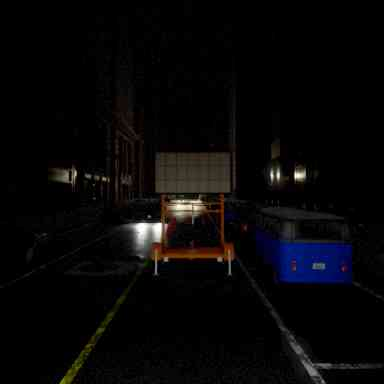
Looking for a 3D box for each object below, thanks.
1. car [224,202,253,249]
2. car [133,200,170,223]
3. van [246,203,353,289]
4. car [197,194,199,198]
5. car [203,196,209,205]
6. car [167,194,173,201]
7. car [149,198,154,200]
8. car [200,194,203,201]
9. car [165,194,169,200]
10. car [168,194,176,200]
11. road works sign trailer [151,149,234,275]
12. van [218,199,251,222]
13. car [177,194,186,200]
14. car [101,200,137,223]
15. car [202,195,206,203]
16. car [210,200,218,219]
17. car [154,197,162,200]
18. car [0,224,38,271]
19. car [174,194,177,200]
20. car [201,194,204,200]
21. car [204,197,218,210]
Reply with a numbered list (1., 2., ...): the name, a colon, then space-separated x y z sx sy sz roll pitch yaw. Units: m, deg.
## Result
1. car: 2.716 1.440 14.537 1.967 1.590 4.097 1 0 0
2. car: -3.032 1.560 25.661 1.994 1.385 4.181 0 0 0
3. van: 2.702 1.342 8.912 1.690 1.788 3.998 1 0 0
4. car: 2.893 1.473 82.034 1.887 1.381 4.507 1 0 0
5. car: 2.789 1.529 42.661 1.887 1.381 4.507 1 0 0
6. car: -5.661 1.388 70.800 1.967 1.590 4.097 1 0 0
7. car: -5.751 1.540 37.053 2.008 1.369 4.403 1 0 0
8. car: 2.834 1.510 59.535 1.887 1.381 4.507 1 0 0
9. car: -5.692 1.547 59.551 1.802 1.307 4.206 1 0 0
10. car: -5.602 1.348 93.298 1.967 1.590 4.097 1 0 0
11. road works sign trailer: 0.028 0.465 10.379 2.380 3.560 2.880 0 0 0
12. van: 2.731 1.339 20.162 1.690 1.788 3.998 1 0 0
13. car: -2.767 1.482 87.950 1.994 1.385 4.181 0 0 0
14. car: -5.781 1.540 25.805 1.887 1.381 4.507 1 0 0
15. car: 2.804 1.523 48.285 1.887 1.381 4.507 1 0 0
16. car: 2.744 1.546 25.787 2.008 1.369 4.403 1 0 0
17. car: -5.722 1.504 48.132 1.752 1.417 4.829 1 0 0
18. car: -5.826 1.545 8.931 1.887 1.381 4.507 1 0 0
19. car: -5.618 1.484 87.673 1.947 1.339 4.313 1 0 0
20. car: 2.819 1.517 53.910 1.887 1.381 4.507 1 0 0
21. car: 2.774 1.540 37.036 2.008 1.369 4.403 1 0 0
